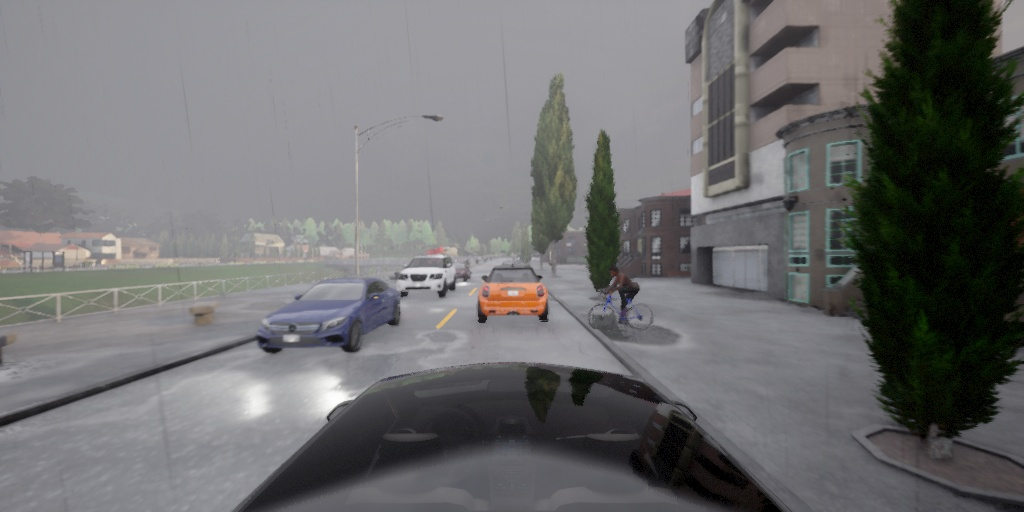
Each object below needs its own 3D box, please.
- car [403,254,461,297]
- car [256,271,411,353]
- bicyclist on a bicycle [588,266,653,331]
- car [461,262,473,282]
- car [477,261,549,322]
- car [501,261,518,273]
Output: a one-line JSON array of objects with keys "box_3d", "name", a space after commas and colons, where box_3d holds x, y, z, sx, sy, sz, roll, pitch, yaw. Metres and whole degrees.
[{"box_3d": [-4.257, 0.939, 18.845, 2.150, 2.045, 5.566, 0, 0, -1], "name": "car"}, {"box_3d": [-4.157, 1.272, 9.022, 1.812, 1.442, 4.674, 0, 0, -1], "name": "car"}, {"box_3d": [2.706, 1.067, 8.938, 1.656, 1.620, 0.582, 0, 0, -1], "name": "bicyclist on a bicycle"}, {"box_3d": [-4.331, 1.215, 28.800, 1.812, 1.442, 4.674, 0, 0, 0], "name": "car"}, {"box_3d": [0.010, 1.071, 12.349, 2.097, 1.767, 4.553, 0, 0, -1], "name": "car"}, {"box_3d": [-0.289, 1.236, 41.826, 1.895, 1.301, 4.718, 0, 0, -1], "name": "car"}]
